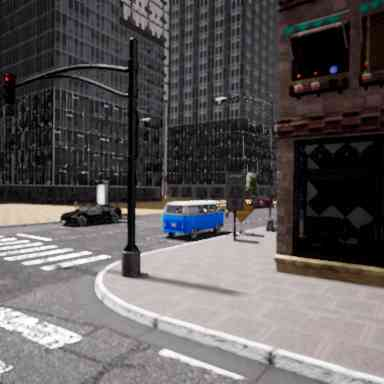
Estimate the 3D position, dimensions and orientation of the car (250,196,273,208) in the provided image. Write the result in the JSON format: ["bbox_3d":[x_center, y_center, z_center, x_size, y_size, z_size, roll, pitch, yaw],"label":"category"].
[{"bbox_3d":[9.341,1.277,44.873,1.967,1.590,4.097,1,1,35],"label":"car"}]

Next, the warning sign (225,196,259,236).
[{"bbox_3d":[2.475,1.170,16.564,1.300,1.860,1.060,1,1,35],"label":"warning sign"}]

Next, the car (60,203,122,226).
[{"bbox_3d":[-6.649,1.452,22.301,1.947,1.339,4.313,1,1,35],"label":"car"}]

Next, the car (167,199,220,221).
[{"bbox_3d":[0.231,1.415,27.530,1.837,1.490,4.892,1,1,35],"label":"car"}]

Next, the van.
[{"bbox_3d":[0.192,1.360,17.454,1.690,1.788,3.998,1,1,35],"label":"van"}]
